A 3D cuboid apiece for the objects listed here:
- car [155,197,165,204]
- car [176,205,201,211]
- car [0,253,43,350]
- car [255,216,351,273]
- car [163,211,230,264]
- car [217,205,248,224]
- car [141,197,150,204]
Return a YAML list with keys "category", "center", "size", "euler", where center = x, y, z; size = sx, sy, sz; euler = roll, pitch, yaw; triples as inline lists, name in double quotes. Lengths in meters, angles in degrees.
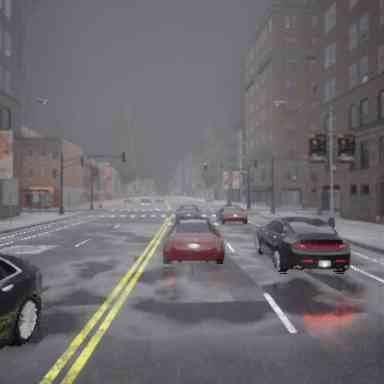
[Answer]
- category: "car"
  center: [-7.204, 1.814, 74.957]
  size: [1.882, 1.535, 5.008]
  euler: [0, 0, -5]
- category: "car"
  center: [-0.261, 1.661, 25.724]
  size: [1.994, 1.385, 4.181]
  euler: [0, 0, -1]
- category: "car"
  center: [-3.355, 1.516, 3.582]
  size: [1.837, 1.490, 4.892]
  euler: [0, 0, 0]
- category: "car"
  center: [3.307, 1.547, 10.745]
  size: [1.837, 1.490, 4.892]
  euler: [0, 0, 0]
- category: "car"
  center: [0.042, 1.608, 12.058]
  size: [1.994, 1.385, 4.181]
  euler: [0, 0, 0]
- category: "car"
  center: [3.007, 1.663, 25.747]
  size: [1.994, 1.385, 4.181]
  euler: [0, 0, -2]
- category: "car"
  center: [-10.441, 1.885, 74.663]
  size: [1.994, 1.385, 4.181]
  euler: [0, 0, -5]
